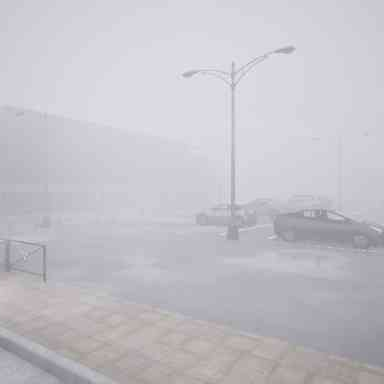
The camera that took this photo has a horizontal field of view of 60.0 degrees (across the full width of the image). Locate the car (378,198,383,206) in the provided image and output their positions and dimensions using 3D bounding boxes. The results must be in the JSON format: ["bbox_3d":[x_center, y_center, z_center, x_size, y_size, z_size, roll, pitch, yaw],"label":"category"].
[{"bbox_3d":[29.351,1.576,48.383,3.806,1.475,1.970,0,0,35],"label":"car"}]

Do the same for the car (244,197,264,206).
[{"bbox_3d":[11.065,1.702,59.236,1.812,1.442,4.674,0,0,35],"label":"car"}]

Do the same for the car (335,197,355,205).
[{"bbox_3d":[24.976,1.565,55.076,3.633,1.501,1.845,0,0,35],"label":"car"}]

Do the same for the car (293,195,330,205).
[{"bbox_3d":[12.892,1.269,37.304,3.866,1.878,1.905,0,0,35],"label":"car"}]

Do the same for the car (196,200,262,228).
[{"bbox_3d":[2.152,1.424,21.371,3.806,1.475,1.970,0,0,35],"label":"car"}]

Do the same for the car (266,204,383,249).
[{"bbox_3d":[5.832,1.490,14.331,4.514,1.523,2.007,0,0,35],"label":"car"}]

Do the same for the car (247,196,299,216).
[{"bbox_3d":[5.563,1.345,26.817,5.027,1.636,2.152,0,0,35],"label":"car"}]

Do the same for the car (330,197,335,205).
[{"bbox_3d":[14.218,1.289,39.922,4.605,1.855,1.932,0,0,35],"label":"car"}]
